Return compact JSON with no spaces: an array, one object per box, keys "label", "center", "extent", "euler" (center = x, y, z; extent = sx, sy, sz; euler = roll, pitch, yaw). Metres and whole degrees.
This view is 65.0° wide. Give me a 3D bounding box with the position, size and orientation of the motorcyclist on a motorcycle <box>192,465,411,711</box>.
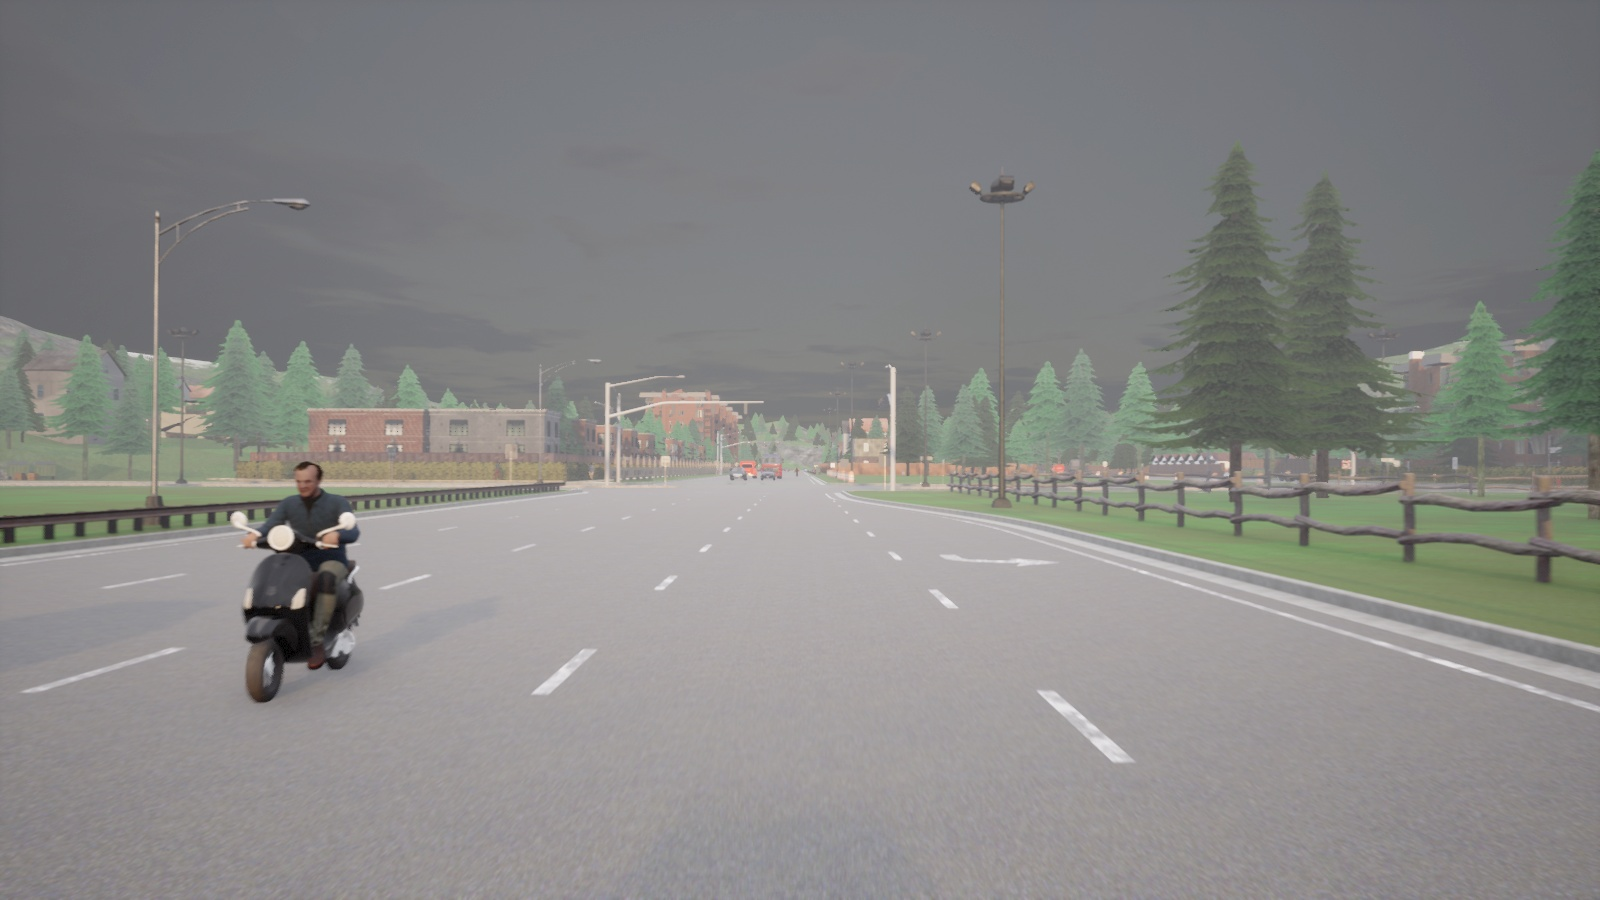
[{"label":"motorcyclist on a motorcycle","center":[-3.521,0.907,9.069],"extent":[0.866,1.590,1.817],"euler":[0,-1,0]}]
